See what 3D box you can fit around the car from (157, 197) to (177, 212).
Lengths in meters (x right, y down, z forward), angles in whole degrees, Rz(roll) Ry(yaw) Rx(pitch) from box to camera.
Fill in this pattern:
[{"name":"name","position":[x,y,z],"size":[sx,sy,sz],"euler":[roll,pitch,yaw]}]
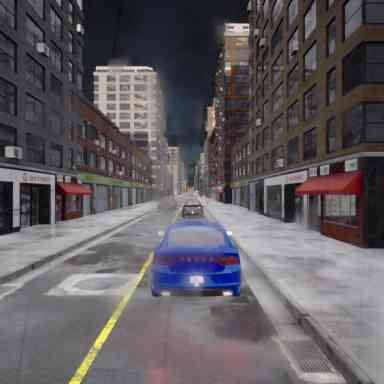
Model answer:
[{"name":"car","position":[-2.895,1.367,39.756],"size":[2.097,1.767,4.553],"euler":[0,0,0]}]

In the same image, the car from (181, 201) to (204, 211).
[{"name":"car","position":[0.061,1.500,29.770],"size":[2.128,1.511,4.902],"euler":[0,0,0]}]

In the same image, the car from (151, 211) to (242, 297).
[{"name":"car","position":[0.088,1.479,8.641],"size":[1.882,1.535,5.008],"euler":[0,0,0]}]
